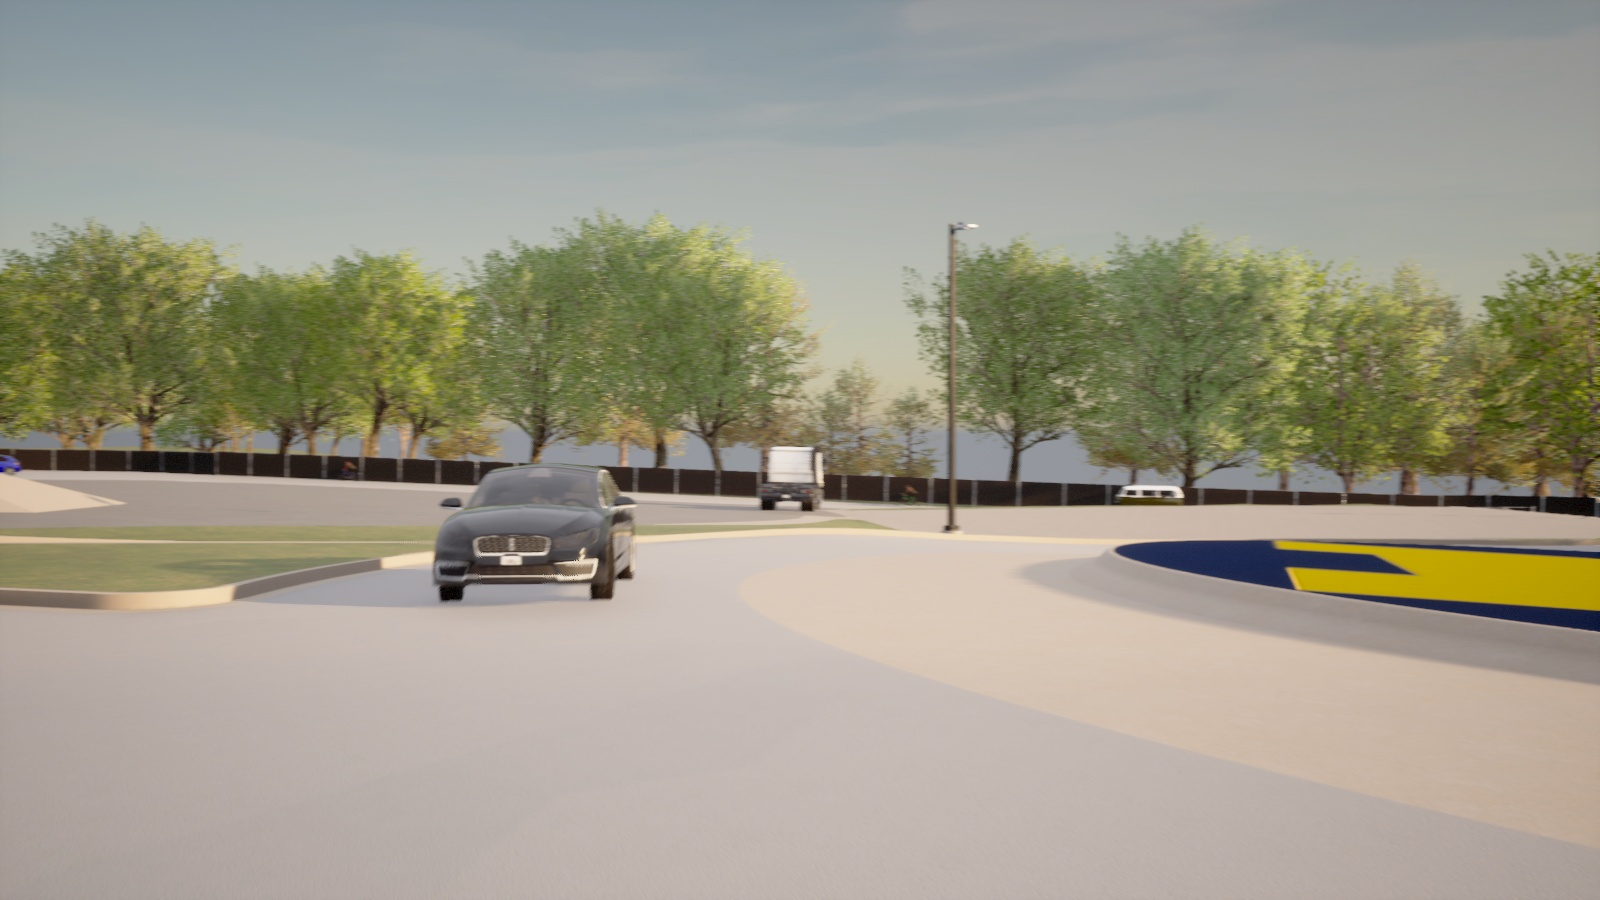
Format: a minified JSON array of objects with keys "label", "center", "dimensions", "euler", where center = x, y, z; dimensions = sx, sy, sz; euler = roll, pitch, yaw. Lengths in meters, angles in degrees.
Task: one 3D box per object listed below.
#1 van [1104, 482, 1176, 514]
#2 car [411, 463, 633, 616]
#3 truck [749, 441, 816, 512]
[{"label":"van","center":[23.349,3.294,86.353],"dimensions":[4.480,2.038,2.069],"euler":[1,1,7]},{"label":"car","center":[-3.082,0.951,14.927],"dimensions":[1.837,1.490,4.892],"euler":[-1,-2,-4]},{"label":"truck","center":[-0.811,1.437,66.004],"dimensions":[2.891,3.462,7.936],"euler":[1,-2,3]}]
